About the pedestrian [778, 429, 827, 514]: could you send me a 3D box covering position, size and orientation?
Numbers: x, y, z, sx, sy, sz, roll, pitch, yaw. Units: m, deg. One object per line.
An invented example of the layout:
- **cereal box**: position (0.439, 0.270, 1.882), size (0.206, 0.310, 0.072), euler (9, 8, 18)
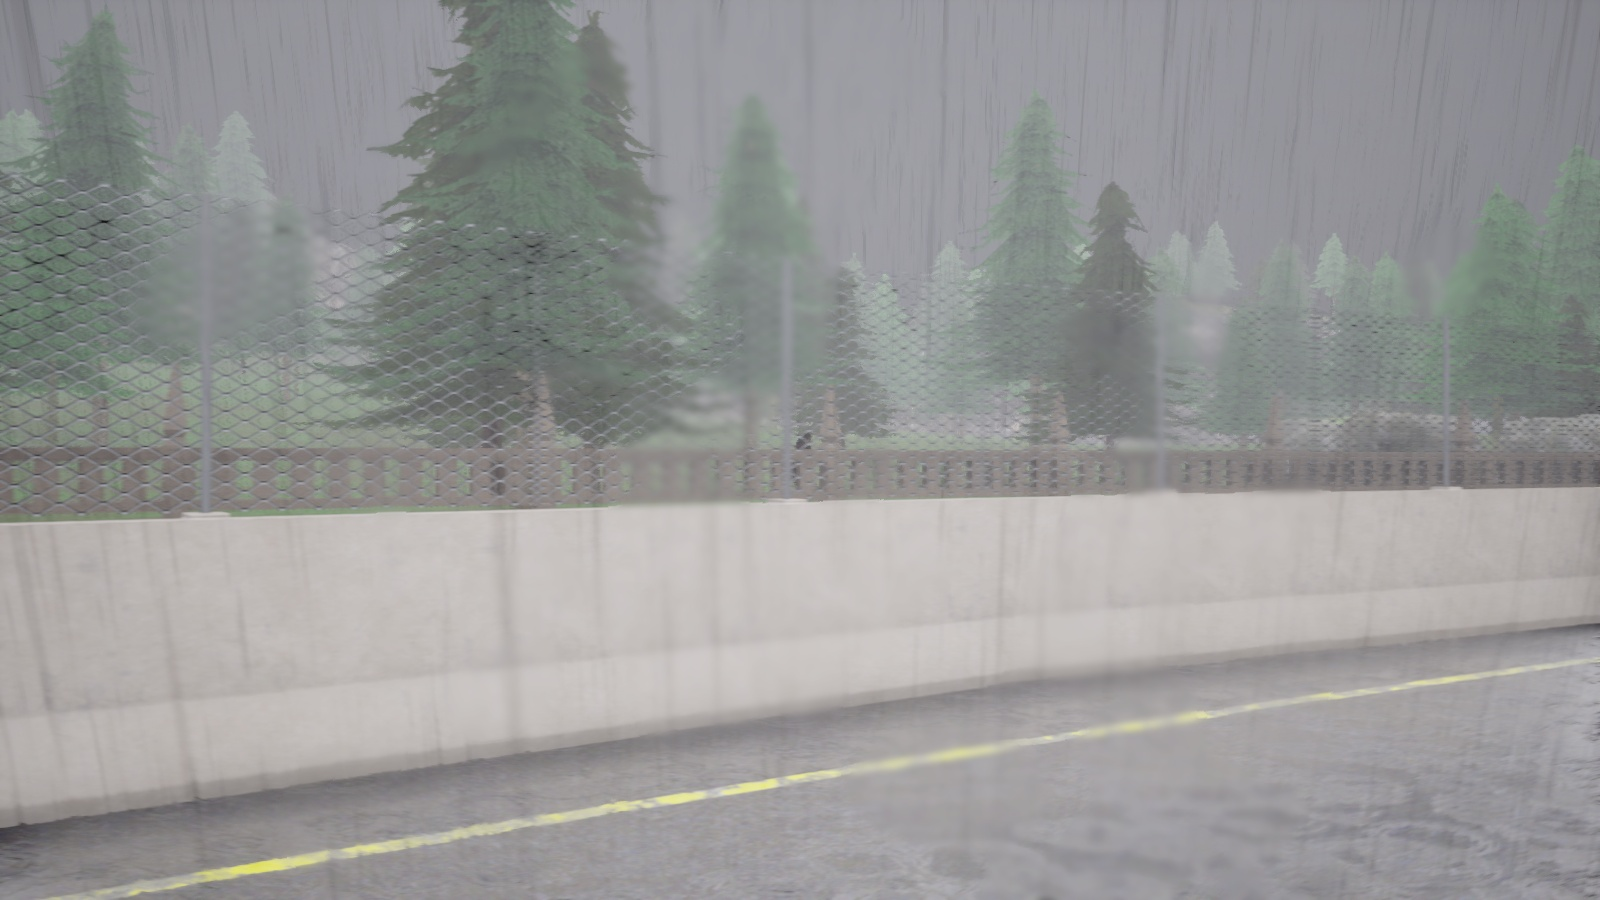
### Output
- **pedestrian**: position (0.056, 0.464, 27.824), size (0.899, 1.844, 0.634), euler (0, 0, -28)
